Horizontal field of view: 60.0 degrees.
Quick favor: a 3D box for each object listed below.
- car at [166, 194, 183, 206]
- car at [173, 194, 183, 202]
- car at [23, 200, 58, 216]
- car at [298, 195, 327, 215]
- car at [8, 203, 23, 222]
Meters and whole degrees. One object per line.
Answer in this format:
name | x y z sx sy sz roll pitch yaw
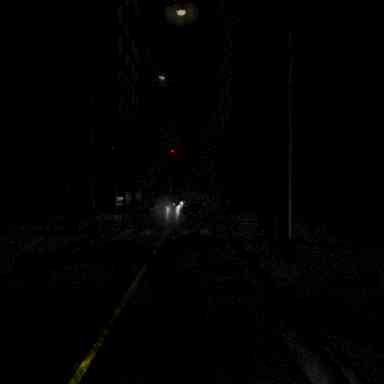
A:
car | -2.831 1.261 50.787 1.837 1.490 4.892 0 0 0
car | -2.775 1.198 65.980 1.812 1.442 4.674 0 0 0
car | -14.540 1.419 30.392 4.313 1.339 1.947 0 1 0
car | 12.342 1.144 30.356 5.009 1.841 2.192 0 1 0
car | -14.389 1.453 22.367 4.829 1.417 1.752 0 1 0
